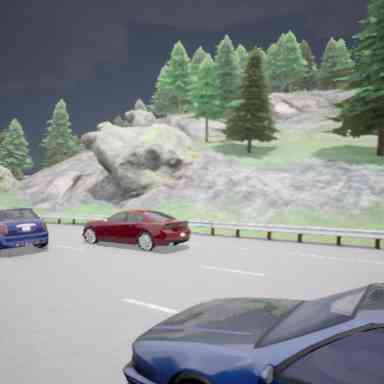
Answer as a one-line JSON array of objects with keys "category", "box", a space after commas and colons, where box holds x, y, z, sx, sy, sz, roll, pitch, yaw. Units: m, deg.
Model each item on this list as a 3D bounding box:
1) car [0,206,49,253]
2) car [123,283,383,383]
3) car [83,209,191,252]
[{"category": "car", "box": [-7.772, 1.345, 13.086, 4.553, 1.767, 2.097, 0, 0, 32]}, {"category": "car", "box": [1.913, 1.540, 2.593, 5.357, 1.411, 2.033, 0, 0, 35]}, {"category": "car", "box": [-2.428, 1.461, 13.884, 5.008, 1.535, 1.882, 0, 0, 33]}]
